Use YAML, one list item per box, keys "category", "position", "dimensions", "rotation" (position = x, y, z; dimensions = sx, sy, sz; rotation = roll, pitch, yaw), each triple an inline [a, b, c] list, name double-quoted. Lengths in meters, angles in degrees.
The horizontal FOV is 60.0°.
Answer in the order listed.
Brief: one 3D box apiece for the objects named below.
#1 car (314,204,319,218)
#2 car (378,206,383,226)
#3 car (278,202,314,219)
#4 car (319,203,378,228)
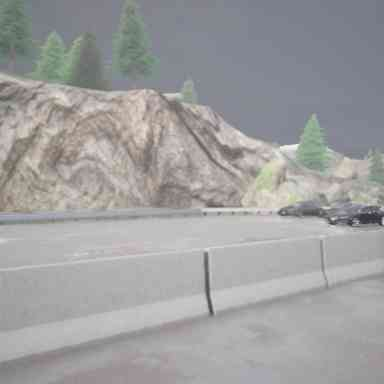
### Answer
- category: "car"
  position: [12.996, 1.618, 27.360]
  dimensions: [5.357, 1.411, 2.033]
  rotation: [0, 0, -26]
- category: "car"
  position: [14.254, 1.310, 20.180]
  dimensions: [5.566, 2.045, 2.150]
  rotation: [1, 0, -26]
- category: "car"
  position: [9.729, 1.607, 29.647]
  dimensions: [4.181, 1.385, 1.994]
  rotation: [0, 0, -26]
- category: "car"
  position: [11.335, 1.569, 22.636]
  dimensions: [4.892, 1.490, 1.837]
  rotation: [1, 0, -26]
